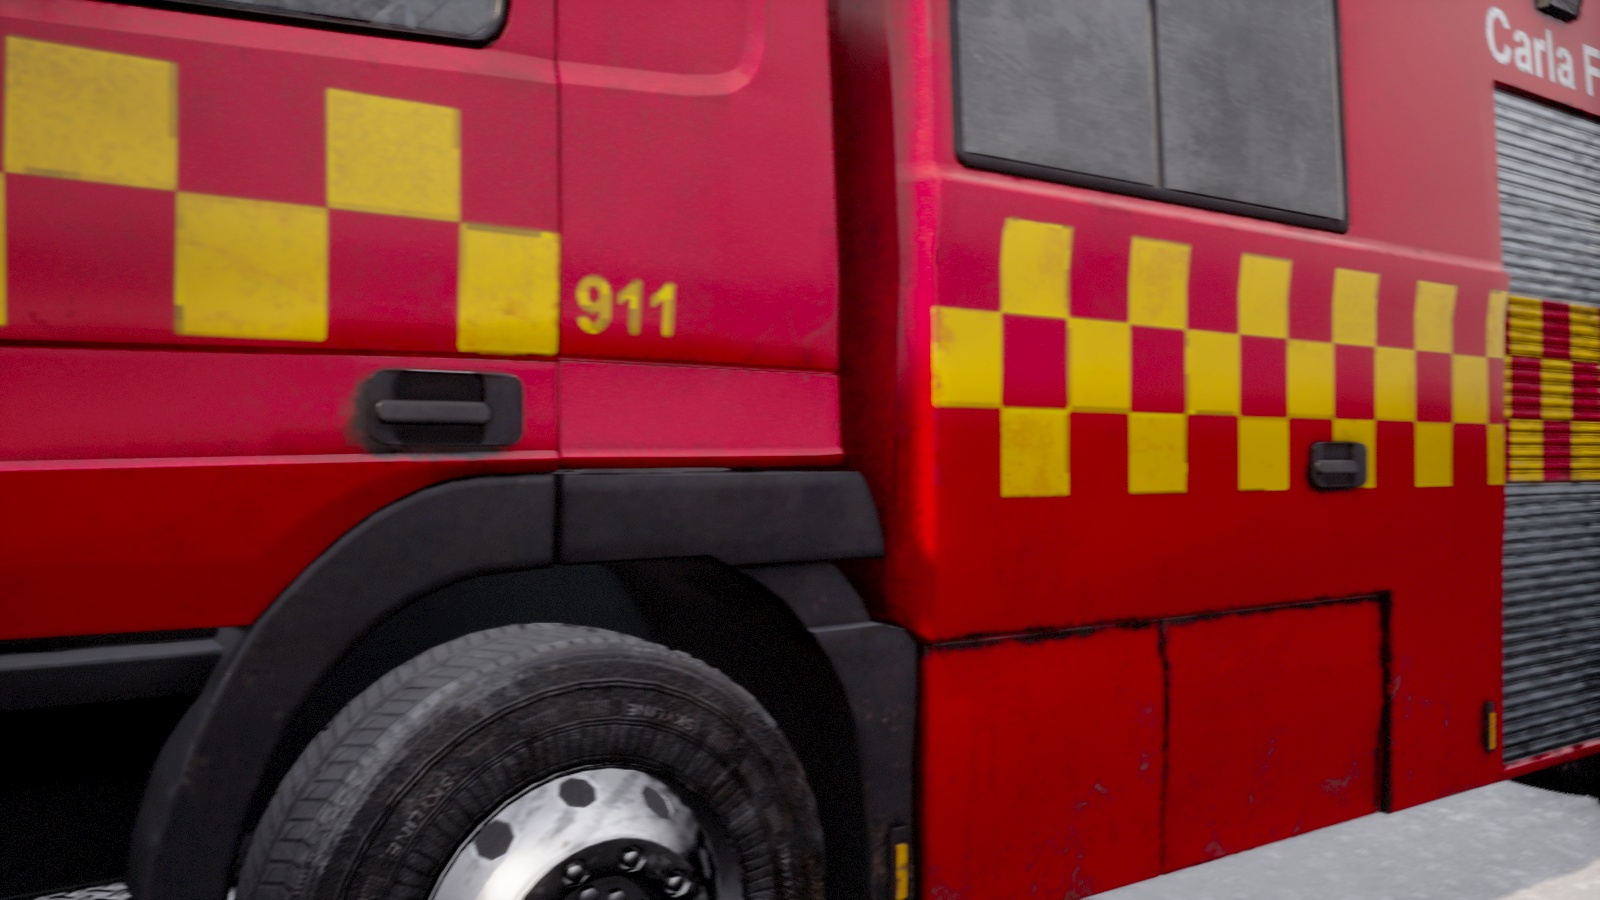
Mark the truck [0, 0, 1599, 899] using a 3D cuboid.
[{"bbox_3d":[0.667,-0.409,4.737,8.468,3.827,2.891,0,0,-35],"label":"truck"}]
